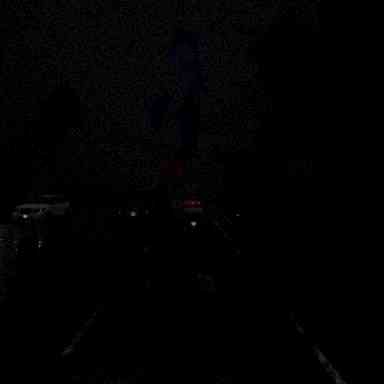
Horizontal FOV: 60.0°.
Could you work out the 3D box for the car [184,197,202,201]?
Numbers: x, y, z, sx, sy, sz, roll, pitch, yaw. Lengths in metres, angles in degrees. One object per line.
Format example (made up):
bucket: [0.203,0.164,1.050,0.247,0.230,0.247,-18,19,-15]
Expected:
car: [0.091,1.307,38.981,2.097,1.767,4.553,0,0,0]

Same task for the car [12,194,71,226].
car: [-10.526,1.196,23.786,2.150,2.045,5.566,0,0,0]

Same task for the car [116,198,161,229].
car: [-3.405,1.324,21.368,2.097,1.767,4.553,0,0,0]

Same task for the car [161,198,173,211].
car: [-3.410,1.440,40.640,1.882,1.535,5.008,0,0,0]

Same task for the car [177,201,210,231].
car: [0.082,1.500,20.111,1.812,1.442,4.674,0,0,0]
